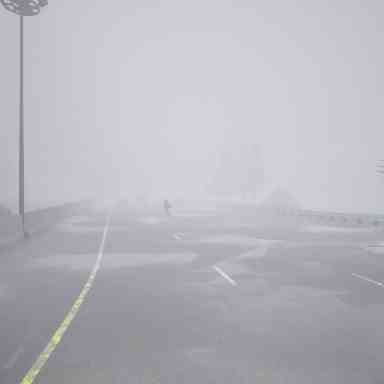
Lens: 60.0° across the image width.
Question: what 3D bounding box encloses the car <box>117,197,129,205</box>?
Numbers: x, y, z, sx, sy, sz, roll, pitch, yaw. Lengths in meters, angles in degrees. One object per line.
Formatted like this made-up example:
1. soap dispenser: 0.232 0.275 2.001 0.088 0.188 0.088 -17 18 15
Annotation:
1. car: -12.282 1.547 58.893 2.033 1.411 5.357 0 0 -15

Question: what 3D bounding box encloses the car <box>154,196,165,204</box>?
1. car: -5.995 1.547 62.658 2.033 1.411 5.357 0 0 -12

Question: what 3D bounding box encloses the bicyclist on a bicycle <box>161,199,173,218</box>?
1. bicyclist on a bicycle: -2.196 1.455 28.881 0.582 1.620 1.656 0 -2 -41

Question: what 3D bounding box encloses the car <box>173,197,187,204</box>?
1. car: -2.248 1.547 61.987 2.033 1.411 5.357 0 0 -12

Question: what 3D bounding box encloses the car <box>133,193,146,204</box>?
1. car: -10.326 1.221 65.863 2.150 2.045 5.566 0 0 -13

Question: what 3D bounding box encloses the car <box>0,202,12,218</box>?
1. car: -15.528 1.528 25.893 1.812 1.442 4.674 0 0 -13
